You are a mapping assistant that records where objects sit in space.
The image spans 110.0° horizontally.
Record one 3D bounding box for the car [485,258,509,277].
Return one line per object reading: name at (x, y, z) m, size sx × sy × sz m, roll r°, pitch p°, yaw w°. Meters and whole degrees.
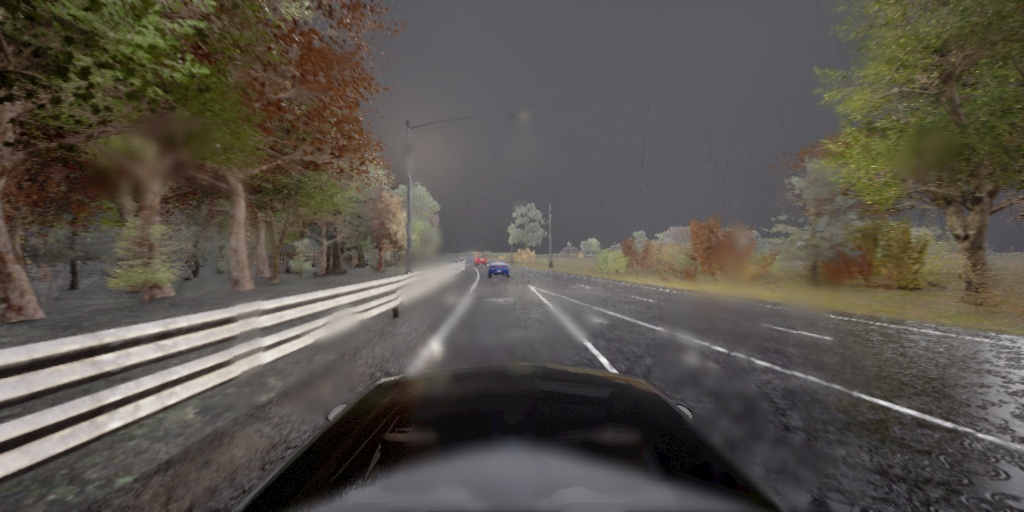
car at (-1.392, 1.192, 35.051) m, size 1.882 × 1.535 × 5.008 m, roll 0°, pitch 0°, yaw -5°
